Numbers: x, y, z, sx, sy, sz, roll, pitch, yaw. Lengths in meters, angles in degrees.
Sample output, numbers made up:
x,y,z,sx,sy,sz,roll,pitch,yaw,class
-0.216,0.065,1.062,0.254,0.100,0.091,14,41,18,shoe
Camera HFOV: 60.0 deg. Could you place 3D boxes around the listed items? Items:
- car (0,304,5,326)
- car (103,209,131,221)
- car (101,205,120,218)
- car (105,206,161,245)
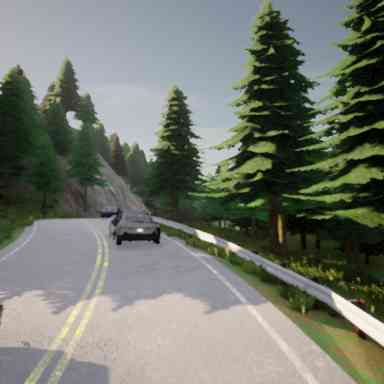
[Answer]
x,y,z,sx,sy,sz,roll,pitch,yaw,class
-3.436,1.560,2.343,2.033,1.411,5.357,0,0,-4,car
-10.519,3.296,46.905,1.812,1.442,4.674,-2,-8,14,car
-8.380,2.089,35.757,2.033,1.411,5.357,0,-5,-3,car
-2.819,1.579,15.870,1.994,1.385,4.181,1,0,-19,car
